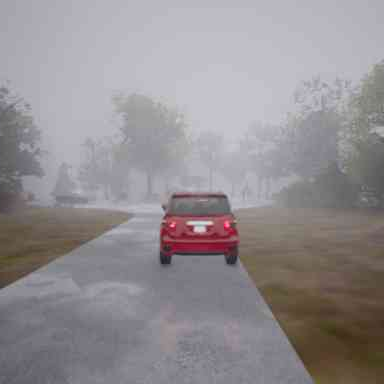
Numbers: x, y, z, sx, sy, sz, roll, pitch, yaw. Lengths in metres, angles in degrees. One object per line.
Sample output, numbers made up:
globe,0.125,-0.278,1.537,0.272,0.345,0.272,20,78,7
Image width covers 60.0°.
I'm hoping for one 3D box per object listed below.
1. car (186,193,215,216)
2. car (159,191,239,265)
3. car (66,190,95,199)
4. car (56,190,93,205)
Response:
car,0.747,0.916,26.194,1.882,1.535,5.008,0,1,6
car,0.162,0.981,10.930,2.150,2.045,5.566,0,1,-1
car,-18.313,0.352,54.863,1.812,1.442,4.674,0,1,25
car,-13.947,0.771,38.750,4.718,1.301,1.895,1,2,42
